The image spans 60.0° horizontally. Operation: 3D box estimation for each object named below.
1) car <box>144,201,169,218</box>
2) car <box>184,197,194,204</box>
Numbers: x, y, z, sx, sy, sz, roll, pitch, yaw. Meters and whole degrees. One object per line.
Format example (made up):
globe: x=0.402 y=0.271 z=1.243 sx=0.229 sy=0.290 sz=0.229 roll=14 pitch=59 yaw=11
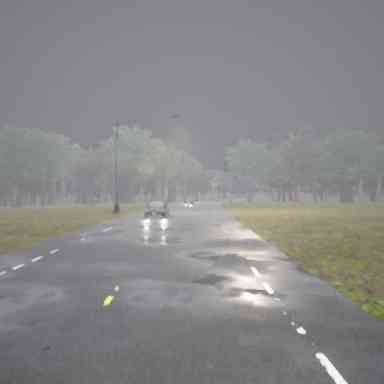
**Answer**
car: x=-3.105 y=1.539 z=30.107 sx=1.812 sy=1.442 sz=4.674 roll=0 pitch=0 yaw=2
car: x=-0.630 y=1.877 z=71.354 sx=2.128 sy=1.511 sz=4.902 roll=0 pitch=-1 yaw=5
